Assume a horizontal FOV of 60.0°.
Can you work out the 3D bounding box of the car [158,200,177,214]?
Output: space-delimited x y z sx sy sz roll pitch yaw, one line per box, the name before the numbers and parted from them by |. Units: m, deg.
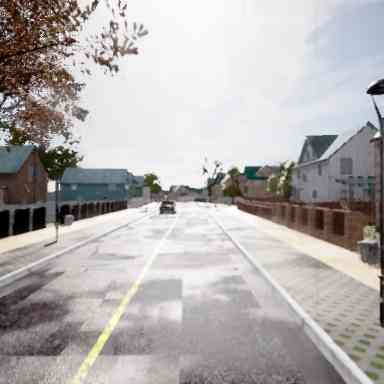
car | -2.808 1.762 39.111 1.837 1.490 4.892 0 -1 1
